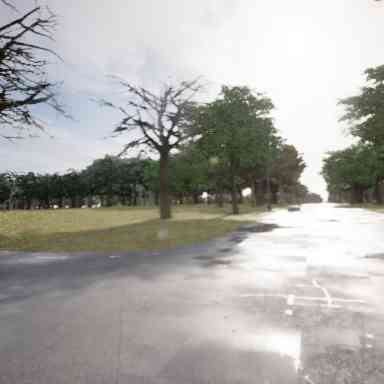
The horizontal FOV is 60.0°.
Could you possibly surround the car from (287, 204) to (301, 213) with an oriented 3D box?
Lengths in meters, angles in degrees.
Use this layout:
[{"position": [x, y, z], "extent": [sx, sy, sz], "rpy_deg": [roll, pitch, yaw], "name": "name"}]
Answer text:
[{"position": [16.370, 2.557, 53.210], "extent": [1.994, 1.385, 4.181], "rpy_deg": [-3, -2, 20], "name": "car"}]
